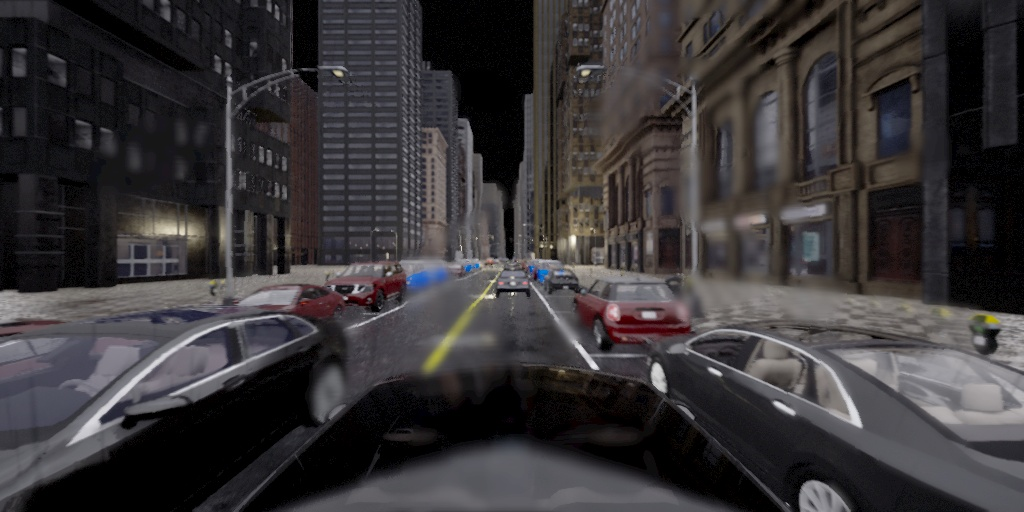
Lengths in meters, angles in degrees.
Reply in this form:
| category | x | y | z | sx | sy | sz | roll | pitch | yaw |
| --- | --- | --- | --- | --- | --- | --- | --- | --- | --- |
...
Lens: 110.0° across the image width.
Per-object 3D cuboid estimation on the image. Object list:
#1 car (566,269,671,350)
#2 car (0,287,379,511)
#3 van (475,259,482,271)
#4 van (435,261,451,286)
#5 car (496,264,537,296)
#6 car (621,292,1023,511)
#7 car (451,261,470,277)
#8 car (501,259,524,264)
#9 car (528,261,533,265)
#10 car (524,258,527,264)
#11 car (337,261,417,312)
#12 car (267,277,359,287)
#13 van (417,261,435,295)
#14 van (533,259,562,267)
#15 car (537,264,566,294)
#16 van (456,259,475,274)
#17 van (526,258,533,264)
| category | x | y | z | sx | sy | sz | roll | pitch | yaw |
| --- | --- | --- | --- | --- | --- | --- | --- | --- | --- |
| car | 2.754 | 1.214 | 9.137 | 1.967 | 1.591 | 4.097 | 0 | 0 | 0 |
| car | -3.097 | 1.257 | 2.914 | 2.128 | 1.511 | 4.902 | 0 | 0 | 0 |
| van | -5.863 | 1.353 | 54.530 | 1.690 | 1.789 | 3.998 | 0 | 0 | 0 |
| van | -5.806 | 1.218 | 26.144 | 1.690 | 1.789 | 3.998 | 0 | 0 | 0 |
| car | 0.055 | 1.378 | 19.827 | 2.033 | 1.411 | 5.357 | 0 | 0 | 0 |
| car | 2.766 | 1.300 | 3.460 | 2.007 | 1.370 | 4.403 | 0 | 0 | 0 |
| car | -5.829 | 1.512 | 37.498 | 1.802 | 1.307 | 4.207 | 0 | 0 | 0 |
| car | 0.014 | 1.430 | 42.985 | 2.128 | 1.511 | 4.902 | 0 | 0 | 0 |
| car | 2.708 | 1.423 | 31.848 | 1.888 | 1.381 | 4.507 | 0 | 0 | 0 |
| car | 2.673 | 1.398 | 48.880 | 1.967 | 1.591 | 4.097 | 0 | 0 | 0 |
| car | -5.783 | 1.140 | 14.789 | 2.192 | 1.841 | 5.009 | 0 | 0 | 0 |
| car | -5.771 | 1.382 | 9.111 | 1.802 | 1.307 | 4.207 | 0 | 0 | 0 |
| van | -5.794 | 1.192 | 20.466 | 1.690 | 1.789 | 3.998 | 0 | 0 | 0 |
| van | 2.719 | 1.192 | 26.171 | 1.690 | 1.789 | 3.998 | 0 | 0 | 0 |
| car | 2.731 | 1.376 | 20.493 | 2.007 | 1.370 | 4.403 | 0 | 0 | 0 |
| van | -5.840 | 1.298 | 43.176 | 1.690 | 1.789 | 3.998 | 0 | 0 | 0 |
| van | 2.696 | 1.245 | 37.525 | 1.690 | 1.789 | 3.998 | 0 | 0 | 0 |
